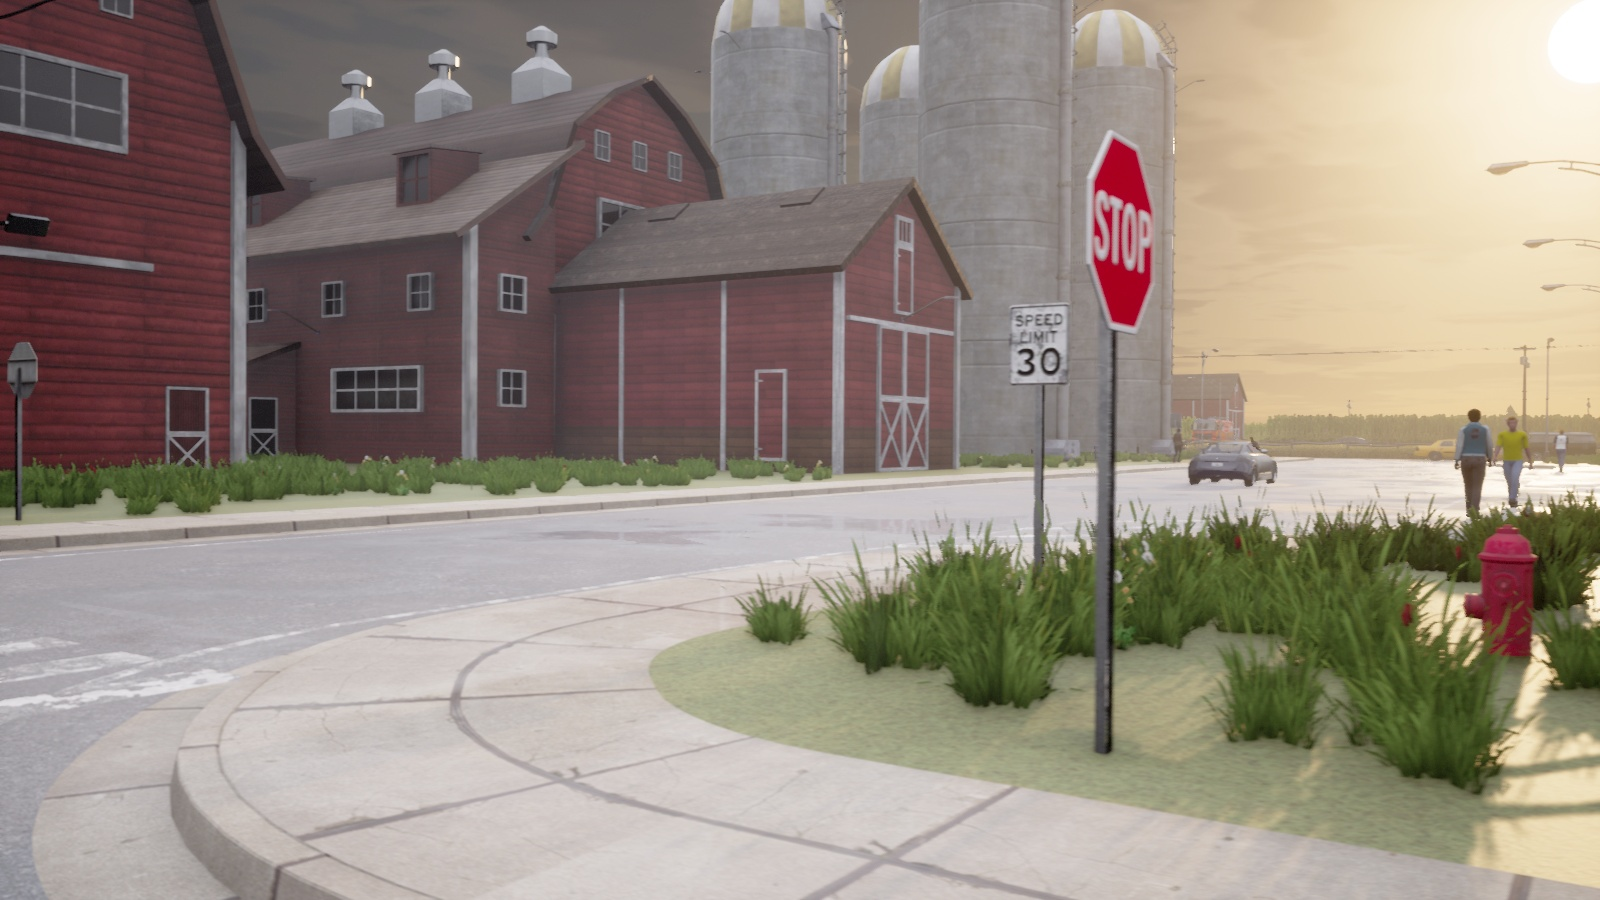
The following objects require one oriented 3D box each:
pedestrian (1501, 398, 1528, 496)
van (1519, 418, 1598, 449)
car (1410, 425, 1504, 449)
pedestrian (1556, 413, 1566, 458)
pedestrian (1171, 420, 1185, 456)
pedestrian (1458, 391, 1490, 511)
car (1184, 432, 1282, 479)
[{"bbox_3d":[13.666,-0.062,24.028,0.354,1.836,0.706,0,1,37],"label":"pedestrian"},{"bbox_3d":[50.191,-1.097,83.119,4.442,1.987,1.775,0,1,33],"label":"van"},{"bbox_3d":[43.579,-0.842,83.295,5.366,1.575,1.801,0,1,33],"label":"car"},{"bbox_3d":[31.389,-0.600,51.781,0.354,1.836,0.706,0,1,32],"label":"pedestrian"},{"bbox_3d":[19.158,-0.618,63.668,0.328,1.805,0.869,0,1,43],"label":"pedestrian"},{"bbox_3d":[11.088,0.008,20.644,0.396,1.930,0.692,0,1,33],"label":"pedestrian"},{"bbox_3d":[13.782,0.147,39.823,1.994,1.385,4.181,0,1,33],"label":"car"}]
